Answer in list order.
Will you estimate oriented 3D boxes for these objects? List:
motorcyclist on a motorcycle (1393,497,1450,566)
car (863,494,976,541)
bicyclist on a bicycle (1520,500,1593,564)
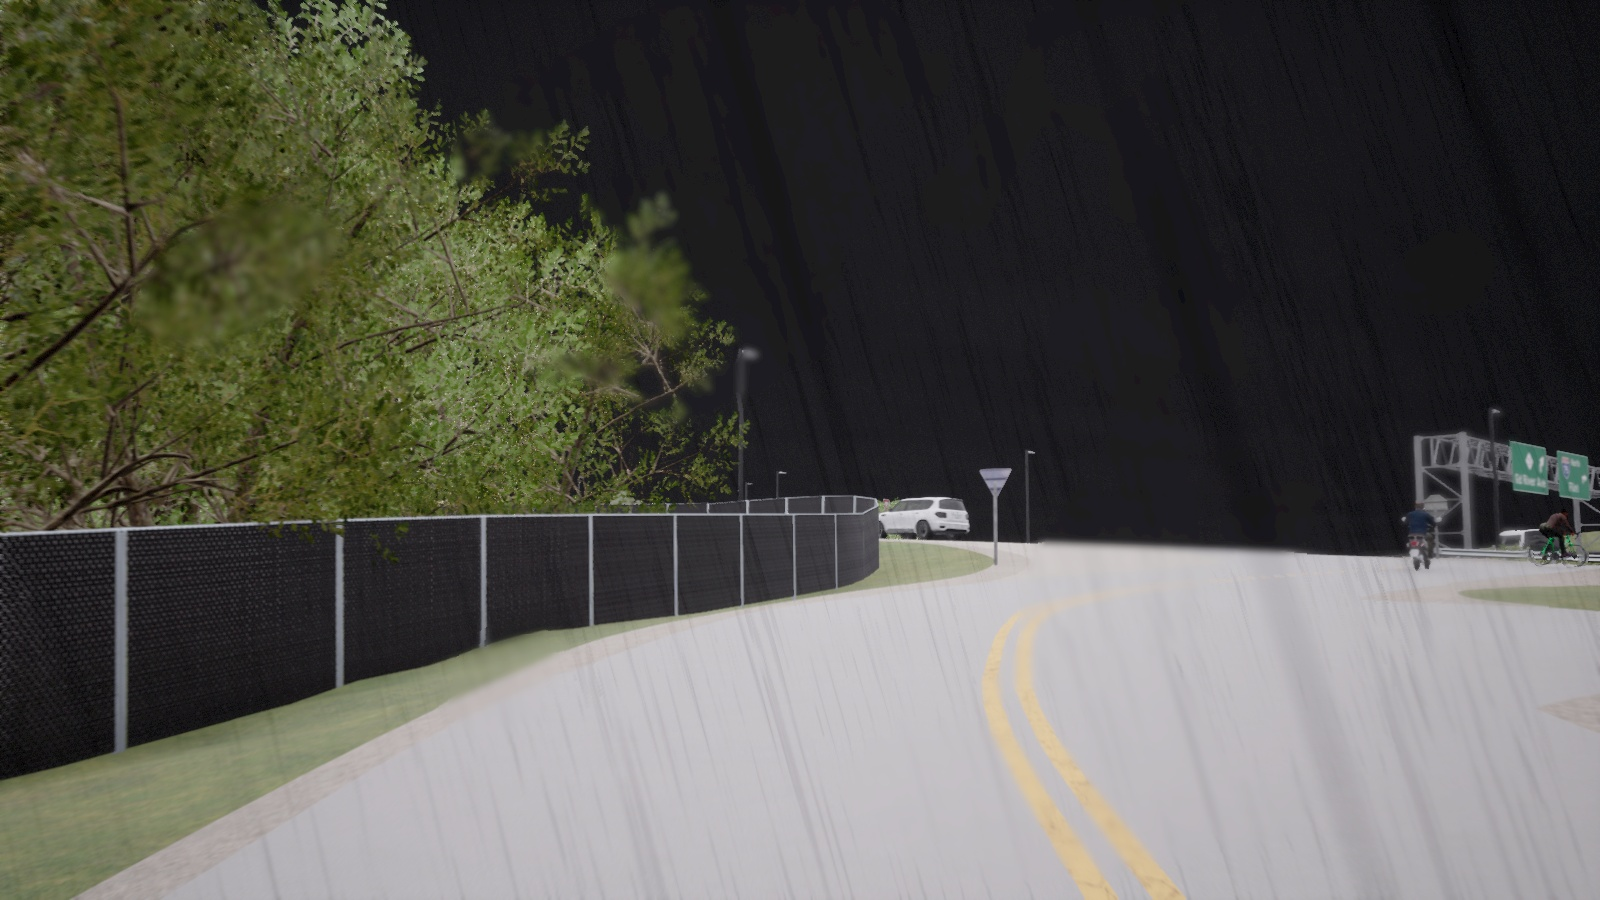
[{"bbox_3d":[14.801,1.938,29.890,0.866,1.590,1.817,-3,-4,36],"label":"motorcyclist on a motorcycle"},{"bbox_3d":[5.650,3.299,60.106,2.150,2.045,5.566,6,-7,-36],"label":"car"},{"bbox_3d":[20.424,2.212,33.916,1.656,1.620,0.582,4,-4,-7],"label":"bicyclist on a bicycle"}]
